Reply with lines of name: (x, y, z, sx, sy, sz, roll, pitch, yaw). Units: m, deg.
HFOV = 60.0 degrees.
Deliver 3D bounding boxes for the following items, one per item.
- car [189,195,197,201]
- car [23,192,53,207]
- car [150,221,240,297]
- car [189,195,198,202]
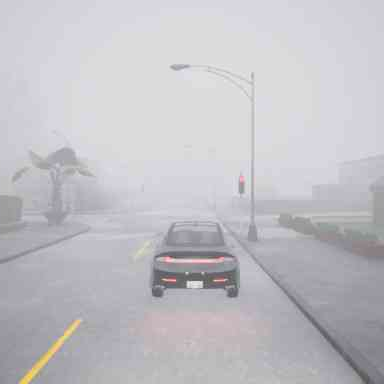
car: (0.331, 1.541, 84.715, 1.994, 1.385, 4.181, 0, 0, 0)
car: (-19.593, 0.986, 43.003, 1.905, 1.878, 3.866, 0, 0, 35)
car: (0.084, 1.492, 8.544, 2.128, 1.511, 4.902, 0, 0, 1)
car: (0.290, 1.465, 74.479, 1.882, 1.535, 5.008, 0, 0, 0)
